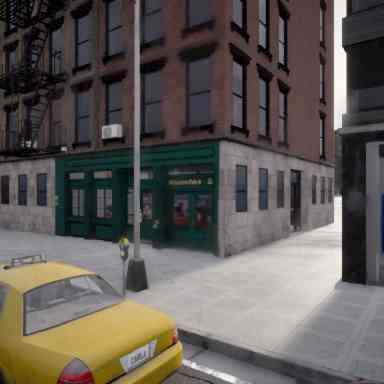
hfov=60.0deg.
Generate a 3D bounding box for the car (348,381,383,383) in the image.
[{"bbox_3d":[2.381,1.582,1.109,4.206,1.307,1.802,0,0,35],"label":"car"}]

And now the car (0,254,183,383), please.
[{"bbox_3d":[-2.384,1.525,4.507,4.829,1.417,1.752,0,0,35],"label":"car"}]
